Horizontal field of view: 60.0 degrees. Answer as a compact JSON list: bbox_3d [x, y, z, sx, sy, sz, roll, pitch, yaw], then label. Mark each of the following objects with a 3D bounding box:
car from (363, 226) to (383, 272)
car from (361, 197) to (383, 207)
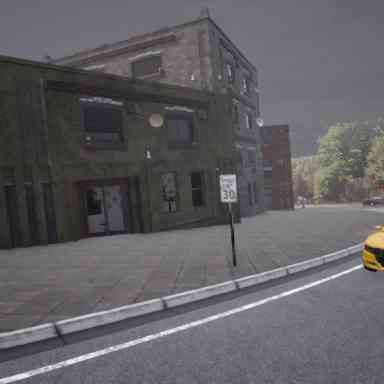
[{"bbox_3d":[6.651,1.385,9.667,5.008,1.535,1.882,-1,0,-45],"label":"car"},{"bbox_3d":[28.693,1.492,52.810,1.882,1.535,5.008,-5,-2,-1],"label":"car"}]
